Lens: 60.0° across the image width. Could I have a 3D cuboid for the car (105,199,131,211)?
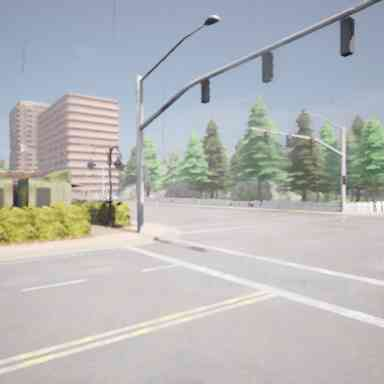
[{"bbox_3d":[-7.612,1.423,32.278,1.812,1.442,4.674,-1,0,-37],"label":"car"}]
